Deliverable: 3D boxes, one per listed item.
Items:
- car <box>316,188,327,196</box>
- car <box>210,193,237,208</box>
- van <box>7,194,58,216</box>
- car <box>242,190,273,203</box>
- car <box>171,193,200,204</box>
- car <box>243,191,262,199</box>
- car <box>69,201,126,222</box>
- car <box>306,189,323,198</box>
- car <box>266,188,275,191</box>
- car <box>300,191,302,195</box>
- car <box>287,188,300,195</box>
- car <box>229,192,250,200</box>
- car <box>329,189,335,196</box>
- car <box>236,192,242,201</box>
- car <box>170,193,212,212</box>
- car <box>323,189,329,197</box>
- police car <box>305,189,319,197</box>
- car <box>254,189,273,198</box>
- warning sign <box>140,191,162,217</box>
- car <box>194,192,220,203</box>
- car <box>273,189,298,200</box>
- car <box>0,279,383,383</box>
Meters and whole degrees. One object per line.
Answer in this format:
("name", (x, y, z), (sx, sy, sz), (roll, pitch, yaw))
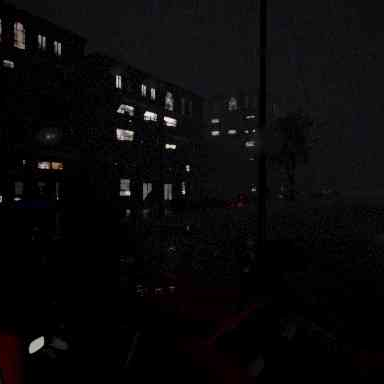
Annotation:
("car", (33.119, -0.033, 84.768), (2.097, 1.767, 4.553), (0, 1, 28))
("car", (2.863, 1.051, 37.459), (2.008, 1.369, 4.403), (2, 2, 35))
("van", (-13.553, 1.035, 28.523), (1.690, 1.788, 3.998), (2, 2, 35))
("car", (9.223, 0.877, 46.603), (2.008, 1.369, 4.403), (2, 2, 35))
("car", (-0.836, 0.910, 46.816), (1.947, 1.339, 4.313), (2, 2, 35))
("car", (11.786, 0.526, 64.963), (1.752, 1.417, 4.829), (2, 2, 35))
("car", (-6.676, 1.329, 23.745), (1.947, 1.339, 4.313), (2, 2, 35))
("car", (25.122, 0.446, 69.464), (2.008, 1.369, 4.403), (2, 2, 35))
("car", (13.187, 0.357, 57.029), (2.150, 2.045, 5.566), (1, 1, 35))
("car", (27.781, 0.115, 87.963), (1.887, 1.381, 4.507), (2, 2, 35))
("car", (24.604, -0.029, 83.385), (2.192, 1.841, 5.009), (2, 2, 35))
("car", (8.703, 0.650, 60.533), (1.947, 1.339, 4.313), (2, 2, 35))
("car", (34.662, 0.080, 83.176), (1.967, 1.590, 4.097), (2, 2, 35))
("car", (7.563, 0.816, 48.861), (1.812, 1.442, 4.674), (1, 1, 35))
("car", (-0.317, 1.132, 32.887), (1.887, 1.381, 4.507), (2, 2, 35))
("car", (28.301, 0.361, 74.034), (2.008, 1.369, 4.403), (2, 2, 35))
("police car", (27.663, 0.191, 76.647), (1.930, 1.638, 5.238), (0, 1, 32))
("car", (15.066, 0.227, 69.670), (2.192, 1.841, 5.009), (2, 2, 35))
("warning sign", (-3.057, 0.851, 24.823), (1.300, 1.860, 1.060), (-1, 0, 35))
("car", (2.343, 0.808, 51.388), (2.008, 1.369, 4.403), (2, 2, 35))
("car", (15.680, 0.676, 55.886), (1.752, 1.417, 4.829), (2, 2, 35))
("car", (-0.316, 1.544, 3.095), (4.507, 1.381, 1.887), (0, 0, 36))
